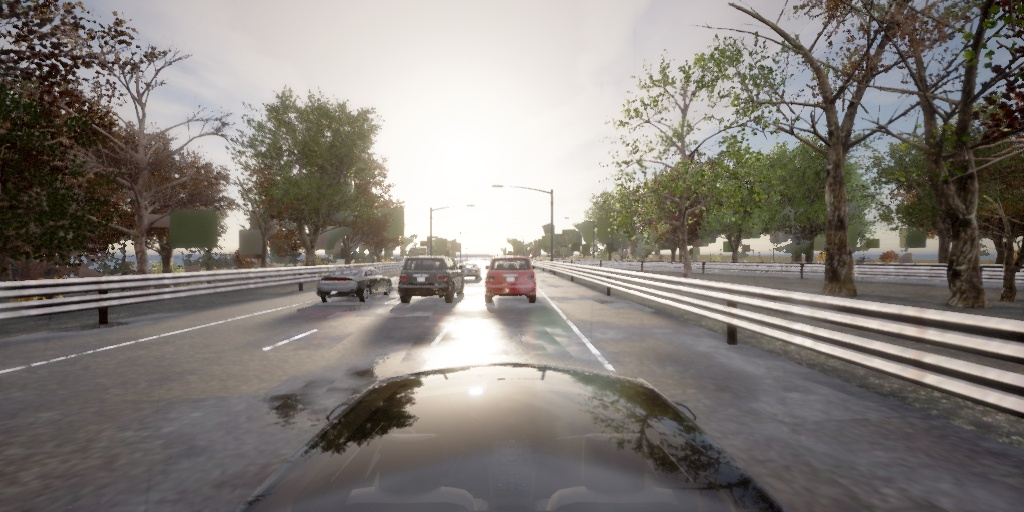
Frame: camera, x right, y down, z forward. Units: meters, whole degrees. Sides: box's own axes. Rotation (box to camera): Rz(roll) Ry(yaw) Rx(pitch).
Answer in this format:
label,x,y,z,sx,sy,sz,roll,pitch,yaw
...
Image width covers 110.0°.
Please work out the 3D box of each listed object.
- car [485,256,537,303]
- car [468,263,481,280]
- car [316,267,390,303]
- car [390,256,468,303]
label,x,y,z,sx,sy,sz,roll,pitch,yaw
car,-0.076,1.010,16.720,2.150,2.045,5.566,0,0,-1
car,-3.798,1.326,31.706,2.033,1.411,5.357,0,0,-1
car,-7.075,1.248,16.620,2.128,1.511,4.902,0,0,-1
car,-3.576,1.010,16.685,2.150,2.045,5.566,0,0,-1
